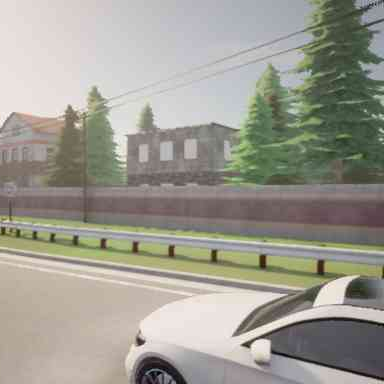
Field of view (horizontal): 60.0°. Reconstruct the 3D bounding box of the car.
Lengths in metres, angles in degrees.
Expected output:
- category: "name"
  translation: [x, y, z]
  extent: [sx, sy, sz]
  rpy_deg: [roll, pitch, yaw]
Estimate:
- category: "car"
  translation: [1.497, 1.526, 2.908]
  extent: [4.674, 1.442, 1.812]
  rpy_deg: [0, 0, 35]
